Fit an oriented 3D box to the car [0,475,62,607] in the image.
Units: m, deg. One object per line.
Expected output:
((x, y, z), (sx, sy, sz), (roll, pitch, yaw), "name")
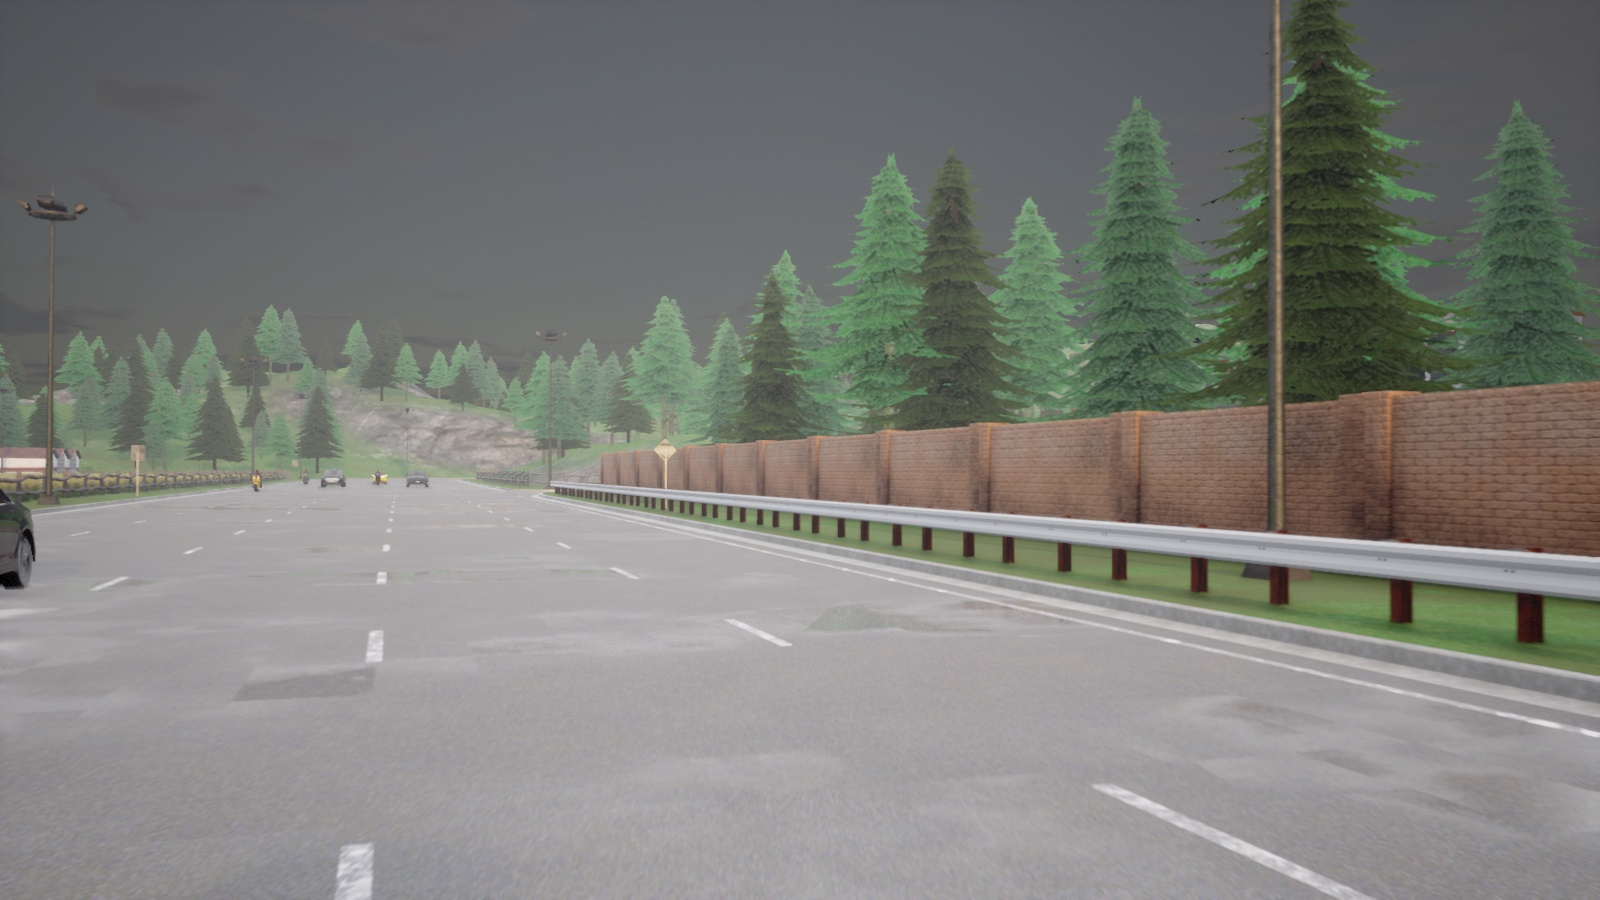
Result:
((-10.340, 1.055, 14.487), (2.128, 1.511, 4.902), (0, -1, -18), "car")
